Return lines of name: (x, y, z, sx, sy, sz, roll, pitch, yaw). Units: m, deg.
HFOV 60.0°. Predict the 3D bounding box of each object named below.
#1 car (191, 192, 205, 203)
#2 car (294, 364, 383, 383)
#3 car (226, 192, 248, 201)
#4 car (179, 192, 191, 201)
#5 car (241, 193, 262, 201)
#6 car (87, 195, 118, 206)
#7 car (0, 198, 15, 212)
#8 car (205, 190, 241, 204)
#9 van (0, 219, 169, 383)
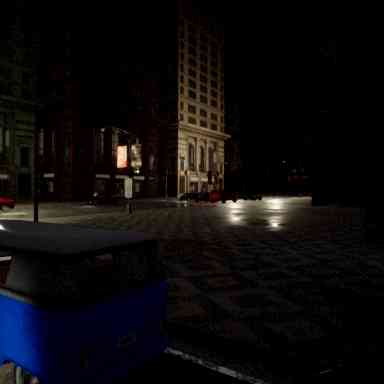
car: (2.441, 0.754, 52.803, 2.097, 1.767, 4.553, 0, 1, 36)
car: (2.407, 1.582, 1.365, 4.206, 1.307, 1.802, 0, 0, 35)
car: (8.254, 0.751, 61.125, 1.882, 1.535, 5.008, 0, 1, 35)
car: (-0.420, 0.860, 60.111, 1.837, 1.490, 4.892, 0, 1, 35)
car: (10.910, 0.855, 59.251, 1.994, 1.385, 4.181, 0, 1, 35)
car: (-11.824, 1.121, 44.126, 1.994, 1.385, 4.181, 0, 1, 35)
car: (-20.079, 1.217, 32.443, 1.882, 1.535, 5.008, 0, 1, 35)
car: (4.814, 0.647, 50.538, 2.150, 2.045, 5.566, 0, 1, 36)
van: (-2.205, 1.340, 4.626, 3.998, 1.788, 1.690, 0, 0, 35)
